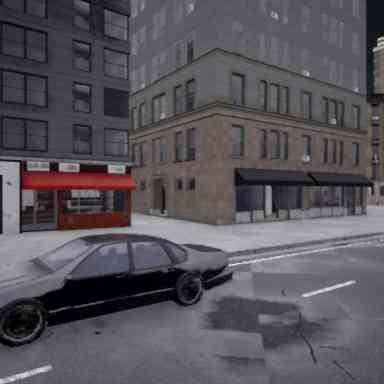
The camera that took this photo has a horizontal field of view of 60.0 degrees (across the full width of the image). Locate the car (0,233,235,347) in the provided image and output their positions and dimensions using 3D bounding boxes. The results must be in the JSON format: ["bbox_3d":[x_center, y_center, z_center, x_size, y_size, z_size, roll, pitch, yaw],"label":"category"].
[{"bbox_3d":[-1.624,1.559,6.509,5.357,1.411,2.033,0,0,-35],"label":"car"}]
